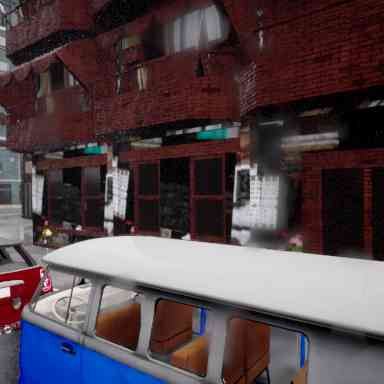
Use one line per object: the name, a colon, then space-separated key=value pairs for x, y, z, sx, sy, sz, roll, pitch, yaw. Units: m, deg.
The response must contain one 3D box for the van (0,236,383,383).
van: x=0.266 y=1.341 z=2.543 sx=3.998 sy=1.788 sz=1.690 roll=0 pitch=-1 yaw=35
